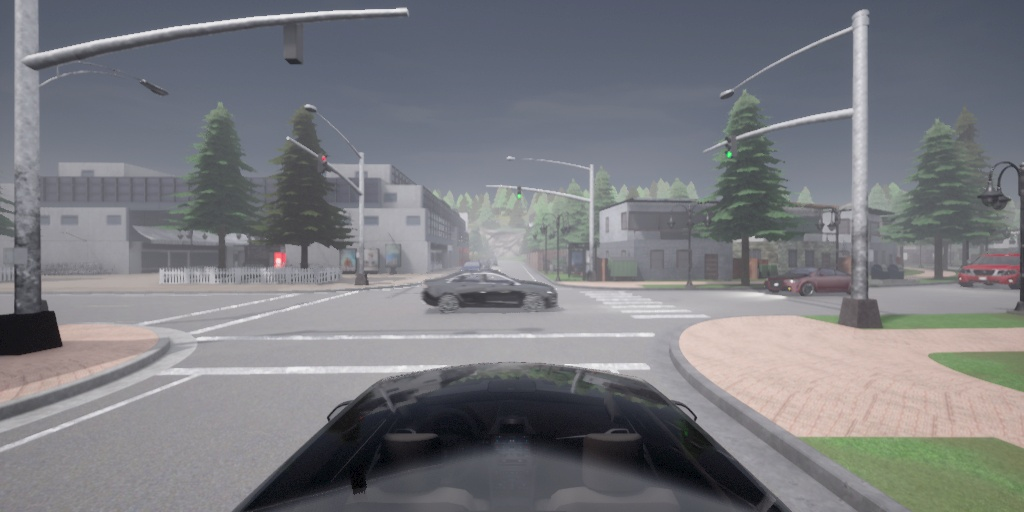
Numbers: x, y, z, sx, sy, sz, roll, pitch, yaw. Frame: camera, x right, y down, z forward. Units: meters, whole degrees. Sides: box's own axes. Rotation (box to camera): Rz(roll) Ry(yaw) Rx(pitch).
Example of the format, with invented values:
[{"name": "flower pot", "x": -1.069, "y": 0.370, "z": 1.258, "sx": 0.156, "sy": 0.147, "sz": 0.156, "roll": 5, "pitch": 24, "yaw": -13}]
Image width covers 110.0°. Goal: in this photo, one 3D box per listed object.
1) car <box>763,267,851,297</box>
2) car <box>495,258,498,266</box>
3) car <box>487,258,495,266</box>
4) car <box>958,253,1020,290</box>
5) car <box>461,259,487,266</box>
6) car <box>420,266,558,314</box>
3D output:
[{"name": "car", "x": 15.080, "y": 1.244, "z": 18.042, "sx": 4.181, "sy": 1.385, "sz": 1.994, "roll": 0, "pitch": 0, "yaw": -7}, {"name": "car", "x": -3.407, "y": 1.058, "z": 60.972, "sx": 2.128, "sy": 1.511, "sz": 4.902, "roll": 0, "pitch": 0, "yaw": 1}, {"name": "car", "x": -3.506, "y": 1.112, "z": 43.249, "sx": 2.128, "sy": 1.511, "sz": 4.902, "roll": 0, "pitch": 0, "yaw": 0}, {"name": "car", "x": 29.668, "y": 0.880, "z": 21.635, "sx": 5.566, "sy": 2.045, "sz": 2.150, "roll": -1, "pitch": 1, "yaw": -21}, {"name": "car", "x": -3.532, "y": 1.181, "z": 32.313, "sx": 1.812, "sy": 1.442, "sz": 4.674, "roll": 0, "pitch": 0, "yaw": 0}, {"name": "car", "x": -0.809, "y": 1.254, "z": 13.036, "sx": 4.902, "sy": 1.511, "sz": 2.128, "roll": 0, "pitch": 0, "yaw": -4}]
